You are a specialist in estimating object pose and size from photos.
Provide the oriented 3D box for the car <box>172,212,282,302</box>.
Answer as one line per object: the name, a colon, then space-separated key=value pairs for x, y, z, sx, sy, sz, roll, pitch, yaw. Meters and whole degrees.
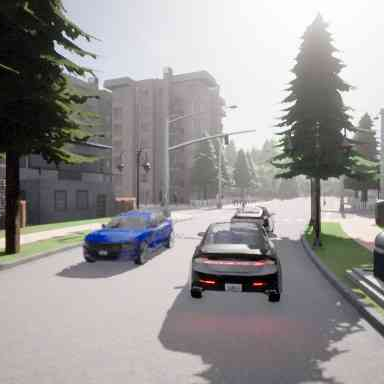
car: x=1.106 y=1.492 z=8.335 sx=2.128 sy=1.511 sz=4.902 roll=0 pitch=0 yaw=9

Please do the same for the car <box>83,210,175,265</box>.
car: x=-2.026 y=1.477 z=11.995 sx=1.882 sy=1.535 sz=5.008 roll=0 pitch=0 yaw=12

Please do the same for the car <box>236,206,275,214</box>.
car: x=3.233 y=1.492 z=17.443 sx=2.128 sy=1.511 sz=4.902 roll=0 pitch=0 yaw=18
